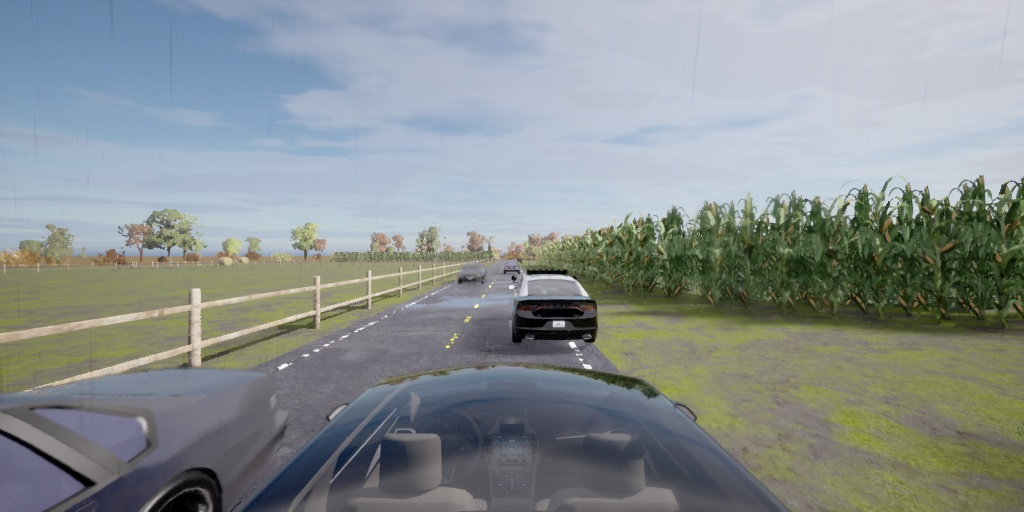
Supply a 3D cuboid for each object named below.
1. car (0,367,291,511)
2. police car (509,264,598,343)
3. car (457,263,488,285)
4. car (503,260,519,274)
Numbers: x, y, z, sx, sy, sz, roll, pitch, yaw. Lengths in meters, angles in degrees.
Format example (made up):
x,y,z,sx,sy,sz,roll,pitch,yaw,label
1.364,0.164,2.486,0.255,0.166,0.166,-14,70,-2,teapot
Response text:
x,y,z,sx,sy,sz,roll,pitch,yaw,label
-2.848,1.297,0.754,2.033,1.411,5.357,0,0,0,car
0.941,1.174,9.833,1.930,1.638,5.238,0,0,0,police car
-2.817,1.253,26.262,1.837,1.490,4.892,0,0,0,car
-0.020,1.296,40.675,2.033,1.411,5.357,0,0,0,car
